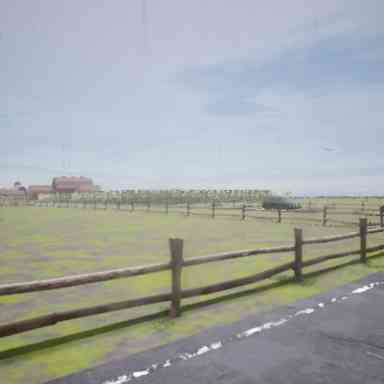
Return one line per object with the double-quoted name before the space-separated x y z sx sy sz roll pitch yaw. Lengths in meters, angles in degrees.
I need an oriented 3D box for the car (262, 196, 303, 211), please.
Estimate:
"car" 12.296 1.580 45.575 2.150 2.045 5.566 1 0 -40
